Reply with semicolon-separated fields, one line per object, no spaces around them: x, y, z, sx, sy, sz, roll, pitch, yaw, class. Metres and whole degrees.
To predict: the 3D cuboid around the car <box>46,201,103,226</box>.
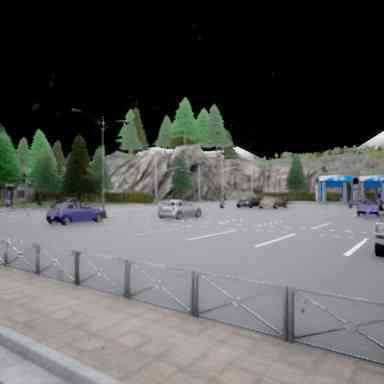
-7.635;1.366;22.071;1.845;1.501;3.633;0;0;35;car

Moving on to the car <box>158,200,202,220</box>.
-0.900;1.380;26.383;1.970;1.475;3.806;0;0;35;car

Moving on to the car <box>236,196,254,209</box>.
7.472;1.331;43.274;2.007;1.523;4.514;0;0;35;car

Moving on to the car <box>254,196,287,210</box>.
10.057;1.326;41.495;2.152;1.636;5.027;0;0;35;car

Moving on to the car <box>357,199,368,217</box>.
15.246;1.330;28.370;1.845;1.501;3.633;0;0;35;car

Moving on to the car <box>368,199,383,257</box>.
7.417;1.112;11.170;1.932;1.855;4.605;0;0;35;car
